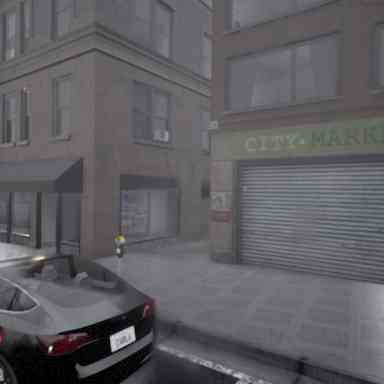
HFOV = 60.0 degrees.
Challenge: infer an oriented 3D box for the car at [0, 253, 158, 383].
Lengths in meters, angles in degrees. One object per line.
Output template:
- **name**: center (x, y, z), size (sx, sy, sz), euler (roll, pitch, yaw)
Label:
- **car**: center (-2.406, 1.564, 4.685), size (4.313, 1.339, 1.947), euler (0, 1, 36)
